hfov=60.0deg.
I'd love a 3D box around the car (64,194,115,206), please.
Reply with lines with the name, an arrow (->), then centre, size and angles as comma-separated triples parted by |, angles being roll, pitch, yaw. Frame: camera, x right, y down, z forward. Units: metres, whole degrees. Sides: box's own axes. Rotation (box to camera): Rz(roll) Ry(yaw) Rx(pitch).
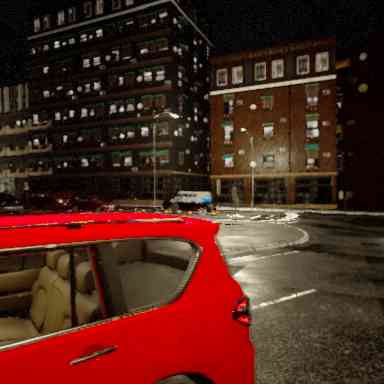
car -> -8.585, 1.097, 28.719 | 4.206, 1.307, 1.802 | 1, 0, 24

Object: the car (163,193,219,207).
car -> -0.137, 1.096, 27.724 | 4.902, 1.511, 2.128 | 1, 1, 25

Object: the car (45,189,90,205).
car -> -15.316, 0.593, 40.944 | 5.009, 1.841, 2.192 | 1, 0, 24

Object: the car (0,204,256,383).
car -> -2.023, 1.225, 2.262 | 5.566, 2.045, 2.150 | 0, 0, -36

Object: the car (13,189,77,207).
car -> -13.715, 0.750, 31.033 | 5.009, 1.841, 2.192 | 1, 0, 24

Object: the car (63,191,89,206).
car -> -9.642, 0.962, 32.020 | 4.892, 1.490, 1.837 | 1, 1, 24

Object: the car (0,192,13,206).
car -> -21.188, 0.775, 37.234 | 4.892, 1.490, 1.837 | 3, 2, 24
